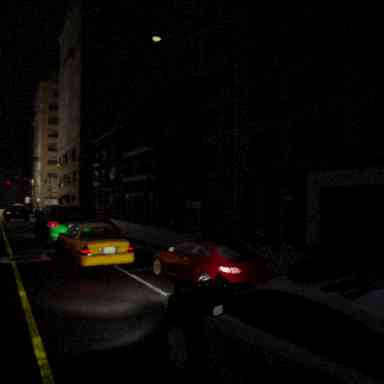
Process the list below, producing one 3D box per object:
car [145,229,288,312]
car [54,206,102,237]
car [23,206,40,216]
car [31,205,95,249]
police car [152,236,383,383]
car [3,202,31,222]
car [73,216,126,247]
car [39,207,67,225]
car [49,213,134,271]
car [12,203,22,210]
[{"bbox_3d":[0.371,1.858,9.059,1.802,1.307,4.206,1,-2,-31],"label":"car"},{"bbox_3d":[-8.066,1.932,23.245,2.192,1.841,5.009,1,-2,-31],"label":"car"},{"bbox_3d":[-24.947,2.876,51.596,1.947,1.339,4.313,1,-2,-31],"label":"car"},{"bbox_3d":[-6.781,1.678,17.268,2.150,2.045,5.566,1,-2,-31],"label":"car"},{"bbox_3d":[1.358,1.550,3.584,1.930,1.638,5.238,1,-2,-31],"label":"police car"},{"bbox_3d":[-19.054,2.256,36.187,2.097,1.767,4.553,1,-2,-30],"label":"car"},{"bbox_3d":[-5.255,2.085,18.512,1.802,1.307,4.206,1,-2,-31],"label":"car"},{"bbox_3d":[-13.694,2.287,32.695,1.967,1.590,4.097,1,-2,-31],"label":"car"},{"bbox_3d":[-3.797,1.788,12.244,1.801,1.575,5.366,1,-2,-31],"label":"car"},{"bbox_3d":[-43.885,3.565,83.480,1.967,1.590,4.097,1,-2,-31],"label":"car"}]
